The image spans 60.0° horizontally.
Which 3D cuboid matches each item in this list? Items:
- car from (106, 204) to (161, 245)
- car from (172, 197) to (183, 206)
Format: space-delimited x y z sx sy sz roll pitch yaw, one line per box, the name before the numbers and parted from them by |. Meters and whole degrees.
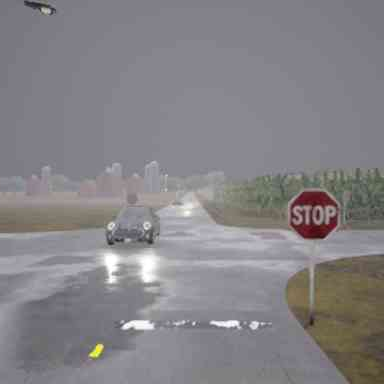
car | -2.747 1.448 16.454 2.097 1.767 4.553 -1 1 0
car | -2.713 1.778 63.217 2.097 1.767 4.553 0 -1 0
